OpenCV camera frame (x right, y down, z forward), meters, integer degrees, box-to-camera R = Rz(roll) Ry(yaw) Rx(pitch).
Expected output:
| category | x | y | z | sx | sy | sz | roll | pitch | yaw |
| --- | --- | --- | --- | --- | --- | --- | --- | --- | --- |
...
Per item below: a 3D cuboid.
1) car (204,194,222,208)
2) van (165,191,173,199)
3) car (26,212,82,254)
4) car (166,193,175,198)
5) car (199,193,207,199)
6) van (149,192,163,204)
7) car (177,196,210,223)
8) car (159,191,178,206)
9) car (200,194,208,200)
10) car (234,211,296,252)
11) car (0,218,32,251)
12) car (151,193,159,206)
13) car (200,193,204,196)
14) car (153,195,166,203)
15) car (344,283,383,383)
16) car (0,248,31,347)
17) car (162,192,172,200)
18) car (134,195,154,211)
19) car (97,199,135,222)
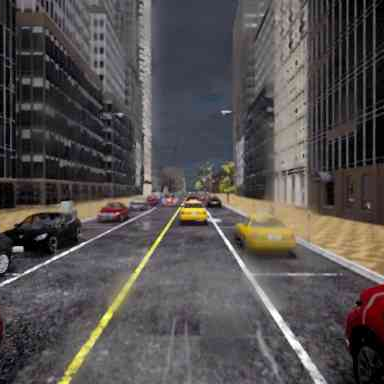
| category | x | y | z | sx | sy | sz | roll | pitch | yaw |
| --- | --- | --- | --- | --- | --- | --- | --- | --- | --- |
| car | 2.719 | 1.279 | 41.479 | 1.947 | 1.339 | 4.313 | 0 | 0 | 0 |
| van | -5.636 | 0.760 | 81.340 | 1.690 | 1.788 | 3.998 | 0 | 0 | 0 |
| car | -5.679 | 1.479 | 13.036 | 1.947 | 1.339 | 4.313 | 0 | 0 | 0 |
| car | -5.634 | 0.941 | 87.033 | 1.947 | 1.339 | 4.313 | 0 | 0 | 0 |
| car | 2.743 | 0.942 | 81.491 | 1.752 | 1.417 | 4.829 | 0 | 0 | 0 |
| van | -5.654 | 0.973 | 52.879 | 1.690 | 1.788 | 3.998 | 0 | 0 | 0 |
| car | 0.115 | 1.297 | 23.766 | 1.801 | 1.575 | 5.366 | 0 | 1 | 0 |
| car | -2.972 | 1.096 | 46.077 | 2.097 | 1.767 | 4.553 | 0 | 0 | 0 |
| car | 2.739 | 1.043 | 75.629 | 1.802 | 1.307 | 4.206 | 0 | 0 | 0 |
| car | 2.702 | 1.437 | 13.188 | 1.752 | 1.417 | 4.829 | 0 | 0 | 0 |
| car | -5.682 | 1.502 | 7.344 | 2.008 | 1.369 | 4.403 | 0 | 0 | 0 |
| car | -5.658 | 1.218 | 47.188 | 1.887 | 1.381 | 4.507 | 0 | 0 | 0 |
| car | 0.124 | 1.193 | 41.137 | 1.882 | 1.535 | 5.008 | 0 | 1 | 0 |
| car | -5.652 | 1.172 | 58.573 | 1.802 | 1.307 | 4.206 | 0 | 0 | 0 |
| car | 2.696 | 1.303 | 1.633 | 2.192 | 1.841 | 5.009 | 0 | 0 | 0 |
| car | -3.086 | 1.511 | 2.106 | 1.812 | 1.442 | 4.674 | 0 | 0 | 0 |
| car | -5.641 | 0.902 | 75.647 | 1.967 | 1.590 | 4.097 | 0 | 0 | 0 |
| car | -5.666 | 1.305 | 35.804 | 2.008 | 1.369 | 4.403 | 0 | 0 | 0 |
| car | -5.672 | 1.416 | 24.419 | 1.802 | 1.307 | 4.206 | 0 | 0 | 0 |
